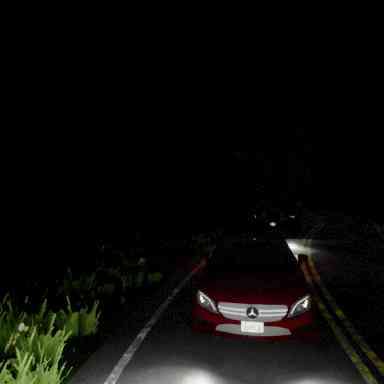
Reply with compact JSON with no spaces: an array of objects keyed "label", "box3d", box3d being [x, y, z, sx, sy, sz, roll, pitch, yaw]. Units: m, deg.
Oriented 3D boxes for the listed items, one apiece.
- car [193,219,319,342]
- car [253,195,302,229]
[{"label":"car","box3d":[1.224,1.534,6.709,1.812,1.442,4.674,-1,0,11]},{"label":"car","box3d":[4.983,1.215,18.885,2.150,2.045,5.566,-2,-1,22]}]
